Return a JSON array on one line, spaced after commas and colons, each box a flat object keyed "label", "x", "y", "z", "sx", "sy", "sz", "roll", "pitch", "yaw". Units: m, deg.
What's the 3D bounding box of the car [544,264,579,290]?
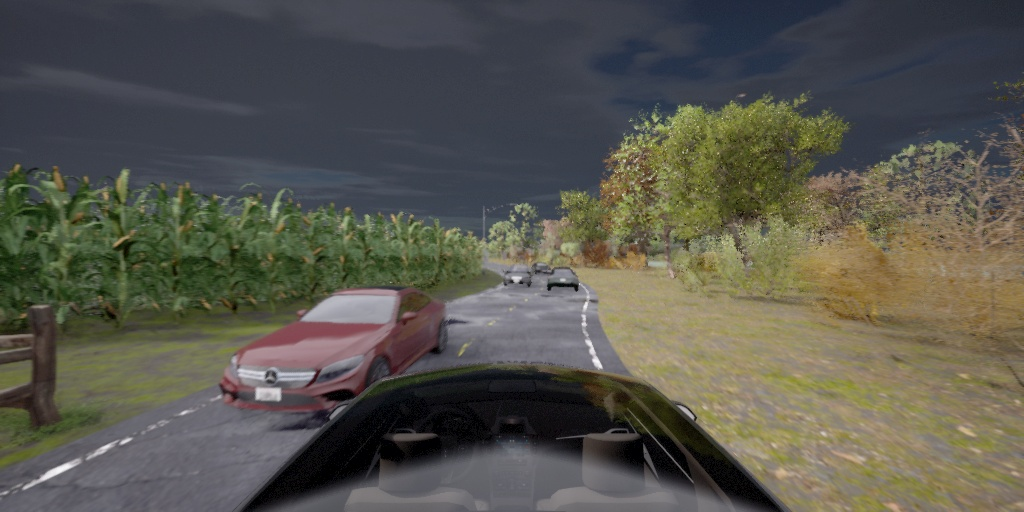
[{"label": "car", "x": 3.297, "y": 1.428, "z": 23.563, "sx": 1.994, "sy": 1.385, "sz": 4.181, "roll": 1, "pitch": 0, "yaw": 7}]

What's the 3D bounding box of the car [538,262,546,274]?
[{"label": "car", "x": 3.181, "y": 1.433, "z": 41.136, "sx": 1.812, "sy": 1.442, "sz": 4.674, "roll": 1, "pitch": 0, "yaw": -6}]

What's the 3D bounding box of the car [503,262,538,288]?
[{"label": "car", "x": 0.517, "y": 1.331, "z": 25.251, "sx": 2.128, "sy": 1.511, "sz": 4.902, "roll": 1, "pitch": 0, "yaw": 5}]

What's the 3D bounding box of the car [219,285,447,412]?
[{"label": "car", "x": -2.440, "y": 1.267, "z": 6.236, "sx": 1.812, "sy": 1.442, "sz": 4.674, "roll": 1, "pitch": 0, "yaw": 5}]
